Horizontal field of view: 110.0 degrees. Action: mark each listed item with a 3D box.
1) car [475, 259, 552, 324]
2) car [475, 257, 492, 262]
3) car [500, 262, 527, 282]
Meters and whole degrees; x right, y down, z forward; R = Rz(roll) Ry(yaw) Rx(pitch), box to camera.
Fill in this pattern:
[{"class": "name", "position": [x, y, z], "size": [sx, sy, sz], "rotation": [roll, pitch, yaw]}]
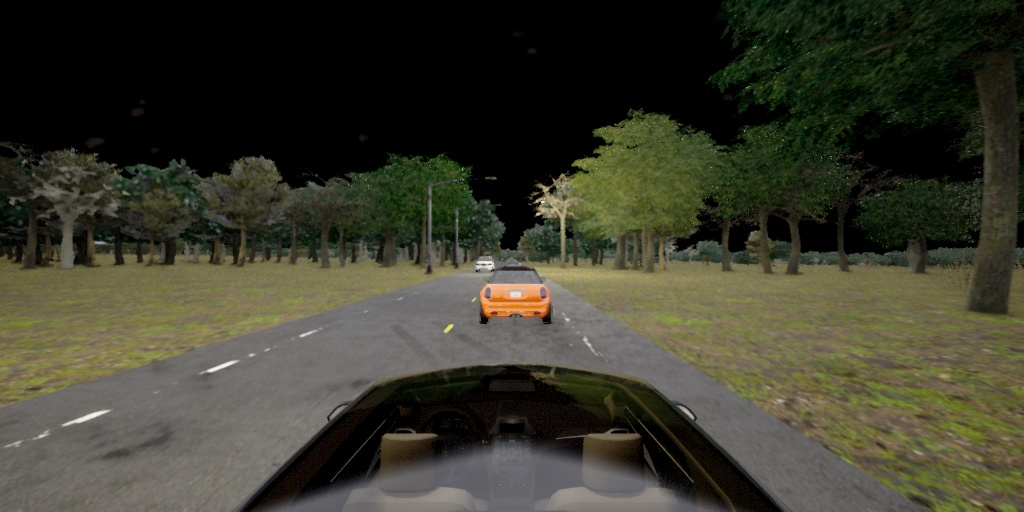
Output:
[{"class": "car", "position": [0.105, 1.111, 12.190], "size": [2.097, 1.767, 4.553], "rotation": [0, 0, 0]}, {"class": "car", "position": [-3.492, 1.075, 46.816], "size": [2.150, 2.045, 5.566], "rotation": [0, -1, 0]}, {"class": "car", "position": [0.112, 1.290, 30.313], "size": [2.128, 1.511, 4.902], "rotation": [0, 0, 0]}]
